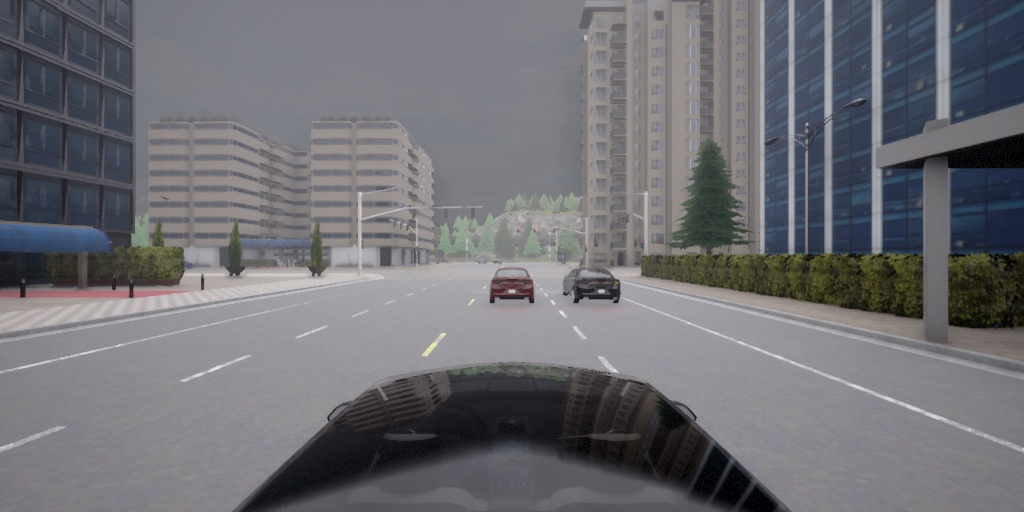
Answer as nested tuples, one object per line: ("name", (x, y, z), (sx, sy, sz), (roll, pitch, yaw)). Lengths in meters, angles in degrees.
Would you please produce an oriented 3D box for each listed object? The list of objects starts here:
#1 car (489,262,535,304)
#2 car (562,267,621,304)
("car", (0.000, 1.234, 16.500), (1.882, 1.535, 5.008), (0, 0, 0))
("car", (3.500, 1.234, 16.500), (1.882, 1.535, 5.008), (0, 0, 0))
